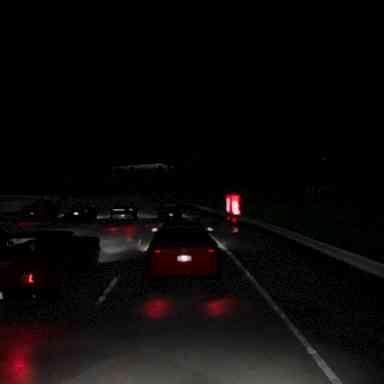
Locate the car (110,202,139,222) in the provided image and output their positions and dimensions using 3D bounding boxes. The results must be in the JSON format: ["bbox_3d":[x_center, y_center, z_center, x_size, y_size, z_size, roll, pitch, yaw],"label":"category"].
[{"bbox_3d":[-5.252,1.489,26.090,2.128,1.511,4.902,0,0,-7],"label":"car"}]

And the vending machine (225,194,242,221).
[{"bbox_3d":[3.281,1.178,26.341,1.100,2.100,0.880,0,0,-7],"label":"vending machine"}]

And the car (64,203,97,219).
[{"bbox_3d":[-8.857,1.567,26.678,1.994,1.385,4.181,0,0,-7],"label":"car"}]

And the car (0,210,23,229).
[{"bbox_3d":[-7.269,1.500,9.784,2.128,1.511,4.902,0,0,-3],"label":"car"}]

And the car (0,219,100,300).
[{"bbox_3d":[-3.674,1.603,8.284,1.895,1.301,4.718,0,0,-3],"label":"car"}]

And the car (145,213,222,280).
[{"bbox_3d":[-0.281,1.560,9.980,1.994,1.385,4.181,0,0,-3],"label":"car"}]

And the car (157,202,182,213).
[{"bbox_3d":[-1.844,1.517,27.056,1.812,1.442,4.674,0,0,-7],"label":"car"}]

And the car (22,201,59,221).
[{"bbox_3d":[-12.544,1.487,27.810,1.882,1.535,5.008,0,0,-8],"label":"car"}]
